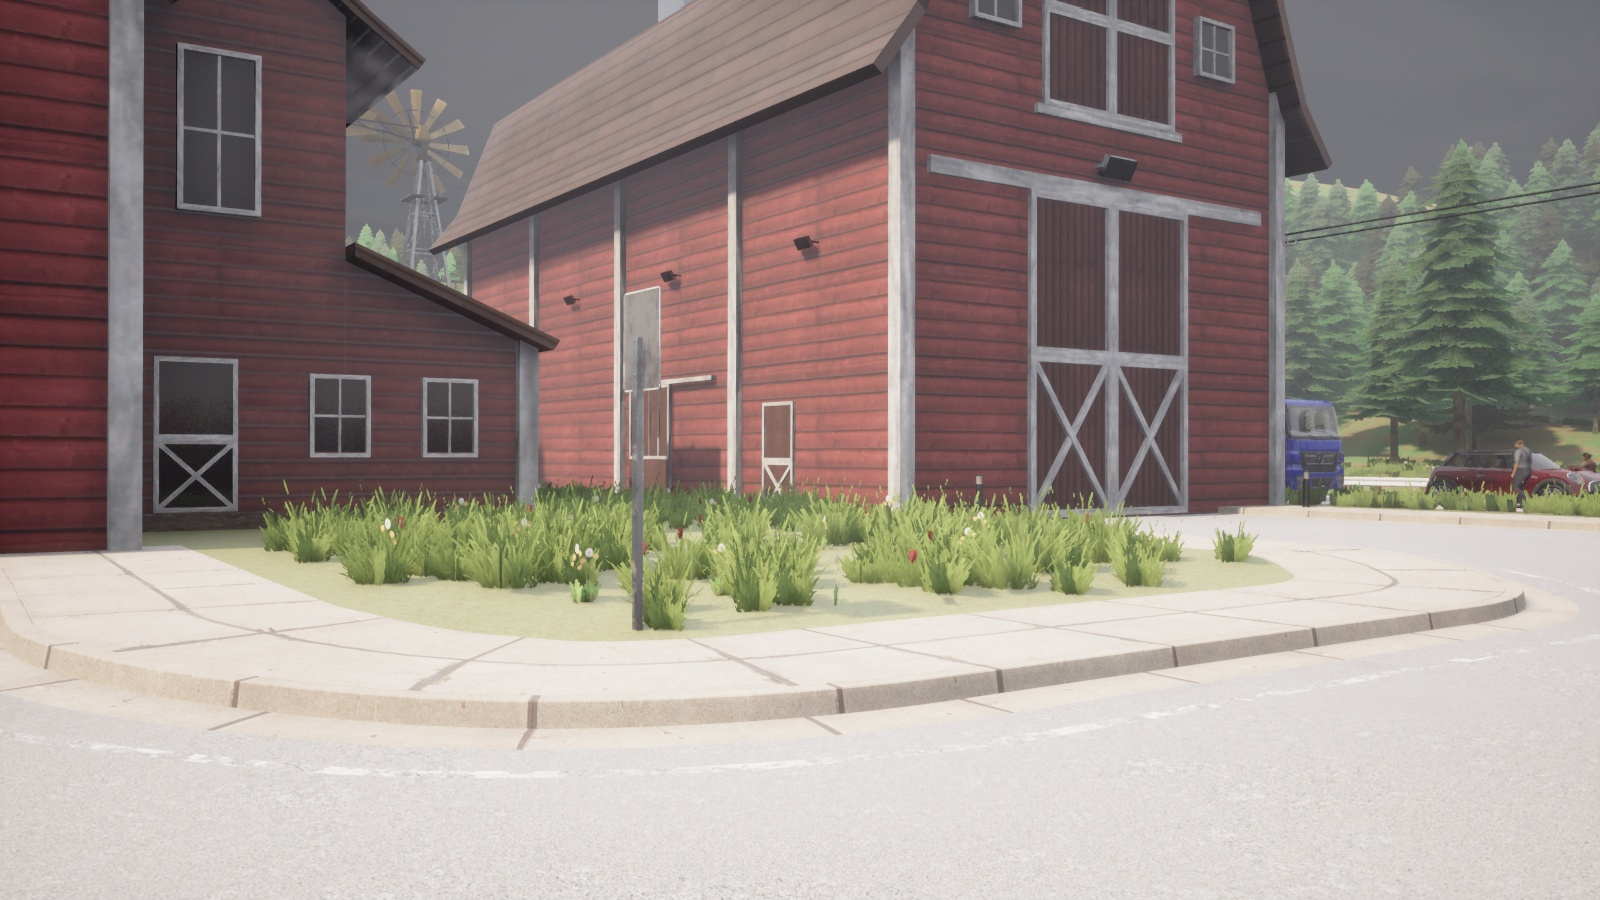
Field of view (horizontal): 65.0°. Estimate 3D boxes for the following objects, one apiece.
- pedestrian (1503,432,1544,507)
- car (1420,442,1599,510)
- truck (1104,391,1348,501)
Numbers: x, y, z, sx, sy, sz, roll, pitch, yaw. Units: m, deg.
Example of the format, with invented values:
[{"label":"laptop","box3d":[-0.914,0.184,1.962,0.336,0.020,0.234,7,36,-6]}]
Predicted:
[{"label":"pedestrian","box3d":[17.982,0.481,31.223,0.540,1.848,0.694,0,0,-26]},{"label":"car","box3d":[20.188,0.691,35.237,2.097,1.767,4.553,0,0,-34]},{"label":"truck","box3d":[14.570,-0.108,43.665,2.891,3.462,7.936,0,0,-34]}]
